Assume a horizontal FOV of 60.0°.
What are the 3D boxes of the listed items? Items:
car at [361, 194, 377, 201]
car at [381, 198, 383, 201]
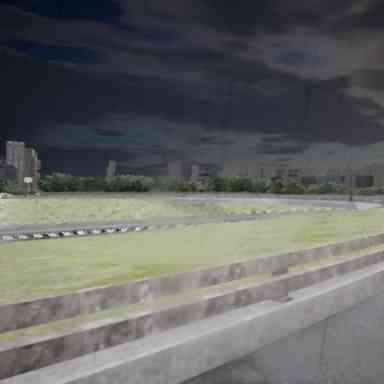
[{"bbox_3d":[42.101,1.359,79.127,2.097,1.767,4.553,0,0,-1],"label":"car"},{"bbox_3d":[45.494,1.498,76.445,2.128,1.511,4.902,0,0,2],"label":"car"}]
